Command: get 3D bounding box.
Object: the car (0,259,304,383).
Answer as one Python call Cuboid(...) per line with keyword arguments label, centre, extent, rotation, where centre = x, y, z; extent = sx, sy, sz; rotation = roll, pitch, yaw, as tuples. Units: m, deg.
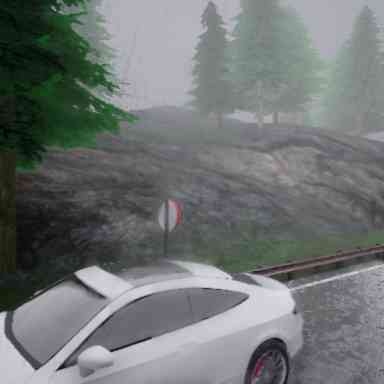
Cuboid(label="car", centre=(-0.763, 1.526, 3.436), extent=(4.674, 1.442, 1.812), rotation=(0, 0, -36))
